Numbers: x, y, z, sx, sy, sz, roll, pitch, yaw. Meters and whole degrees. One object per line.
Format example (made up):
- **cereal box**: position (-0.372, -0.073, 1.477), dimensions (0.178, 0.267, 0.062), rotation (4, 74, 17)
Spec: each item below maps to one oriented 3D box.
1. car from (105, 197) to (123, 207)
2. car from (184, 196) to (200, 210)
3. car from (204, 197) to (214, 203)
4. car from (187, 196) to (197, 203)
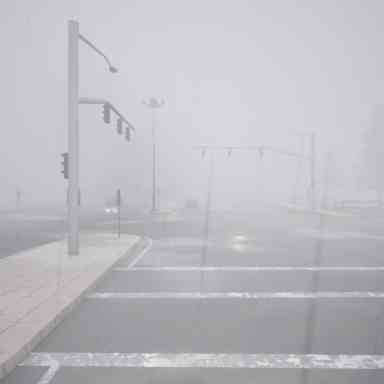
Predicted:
- **car**: position (-11.631, 1.491, 49.939), dimensions (2.128, 1.511, 4.902), rotation (0, 0, 0)
- **car**: position (-0.037, 1.526, 43.480), dimensions (1.812, 1.442, 4.674), rotation (0, 0, 0)
- **car**: position (3.441, 1.601, 68.949), dimensions (1.895, 1.301, 4.718), rotation (0, 0, 0)
- **car**: position (-0.059, 1.564, 68.915), dimensions (1.994, 1.385, 4.181), rotation (0, 0, 0)
